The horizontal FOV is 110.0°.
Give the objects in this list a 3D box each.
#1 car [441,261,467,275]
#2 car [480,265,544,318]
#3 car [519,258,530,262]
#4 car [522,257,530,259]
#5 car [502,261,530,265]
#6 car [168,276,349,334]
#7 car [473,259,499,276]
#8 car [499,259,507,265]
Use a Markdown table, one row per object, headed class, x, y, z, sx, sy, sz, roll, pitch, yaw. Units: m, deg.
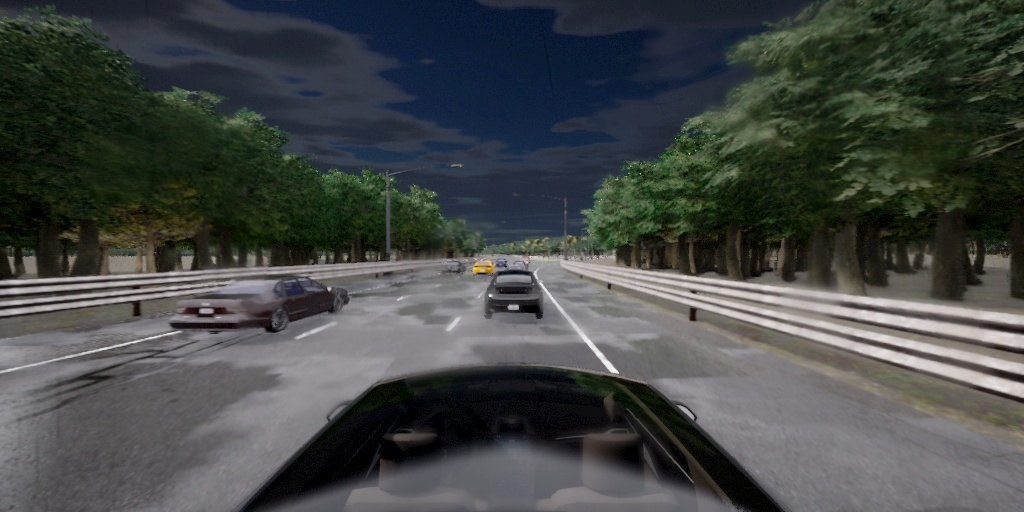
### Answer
| class | x | y | z | sx | sy | sz | roll | pitch | yaw |
| --- | --- | --- | --- | --- | --- | --- | --- | --- | --- |
| car | -6.201 | 1.255 | 38.629 | 2.033 | 1.411 | 5.357 | 0 | 0 | 2 |
| car | 0.082 | 1.250 | 12.916 | 1.837 | 1.490 | 4.892 | 0 | 0 | 1 |
| car | 0.864 | 1.274 | 42.000 | 1.994 | 1.385 | 4.181 | 0 | 0 | 2 |
| car | 2.070 | 1.228 | 65.401 | 1.895 | 1.301 | 4.718 | 0 | 0 | 3 |
| car | 0.417 | 1.330 | 29.433 | 1.895 | 1.301 | 4.718 | 0 | 0 | 2 |
| car | -6.865 | 1.288 | 10.602 | 2.033 | 1.411 | 5.357 | 0 | 0 | 1 |
| car | -2.749 | 1.193 | 36.668 | 1.882 | 1.535 | 5.008 | 0 | 0 | 2 |
| car | -1.672 | 1.173 | 59.545 | 1.812 | 1.442 | 4.674 | 0 | 0 | 3 |
